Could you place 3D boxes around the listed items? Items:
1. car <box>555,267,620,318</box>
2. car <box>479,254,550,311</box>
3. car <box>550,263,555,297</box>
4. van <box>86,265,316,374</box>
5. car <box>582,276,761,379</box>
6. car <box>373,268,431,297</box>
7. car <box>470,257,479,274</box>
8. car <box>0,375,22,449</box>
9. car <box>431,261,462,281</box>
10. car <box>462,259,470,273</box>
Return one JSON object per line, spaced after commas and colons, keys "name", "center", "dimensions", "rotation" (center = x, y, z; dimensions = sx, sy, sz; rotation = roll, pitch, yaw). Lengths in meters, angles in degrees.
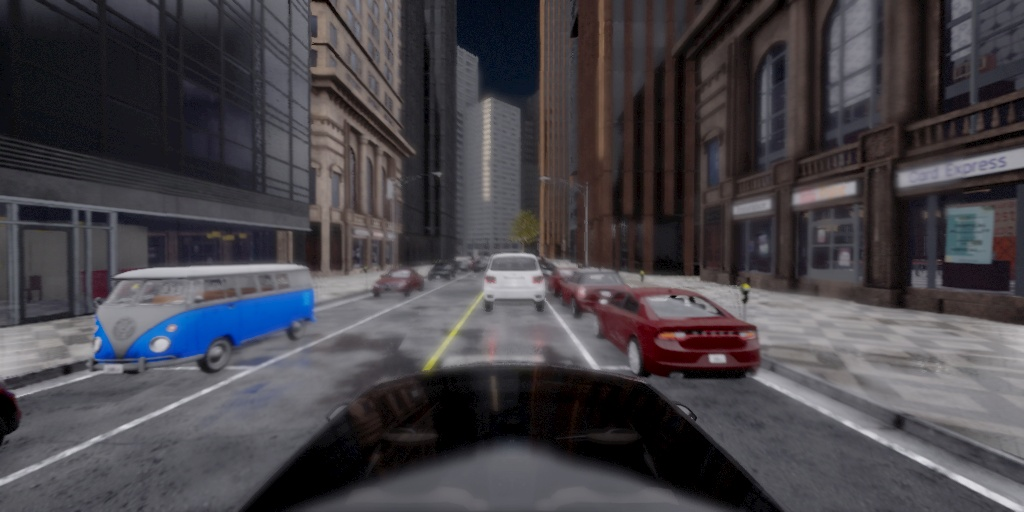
{"name": "car", "center": [2.856, 1.167, 12.831], "dimensions": [1.967, 1.591, 4.097], "rotation": [0, 0, 0]}
{"name": "car", "center": [0.093, 0.946, 14.508], "dimensions": [2.150, 2.045, 5.566], "rotation": [0, 0, 0]}
{"name": "car", "center": [2.856, 1.260, 18.455], "dimensions": [1.888, 1.381, 4.507], "rotation": [0, 0, 0]}
{"name": "van", "center": [-5.670, 1.080, 7.203], "dimensions": [1.690, 1.789, 3.998], "rotation": [0, 0, 0]}
{"name": "car", "center": [2.856, 1.284, 7.206], "dimensions": [1.888, 1.381, 4.507], "rotation": [0, 0, 0]}
{"name": "car", "center": [-5.670, 1.297, 18.452], "dimensions": [1.802, 1.307, 4.207], "rotation": [0, 0, 0]}
{"name": "car", "center": [-3.094, 1.168, 38.870], "dimensions": [1.837, 1.490, 4.892], "rotation": [0, 0, 0]}
{"name": "car", "center": [-5.670, 1.190, 1.578], "dimensions": [1.967, 1.591, 4.097], "rotation": [0, 0, 0]}
{"name": "car", "center": [-5.670, 1.253, 29.702], "dimensions": [1.948, 1.339, 4.313], "rotation": [0, 0, 0]}
{"name": "car", "center": [-5.670, 1.223, 40.951], "dimensions": [1.948, 1.339, 4.313], "rotation": [0, 0, 0]}
